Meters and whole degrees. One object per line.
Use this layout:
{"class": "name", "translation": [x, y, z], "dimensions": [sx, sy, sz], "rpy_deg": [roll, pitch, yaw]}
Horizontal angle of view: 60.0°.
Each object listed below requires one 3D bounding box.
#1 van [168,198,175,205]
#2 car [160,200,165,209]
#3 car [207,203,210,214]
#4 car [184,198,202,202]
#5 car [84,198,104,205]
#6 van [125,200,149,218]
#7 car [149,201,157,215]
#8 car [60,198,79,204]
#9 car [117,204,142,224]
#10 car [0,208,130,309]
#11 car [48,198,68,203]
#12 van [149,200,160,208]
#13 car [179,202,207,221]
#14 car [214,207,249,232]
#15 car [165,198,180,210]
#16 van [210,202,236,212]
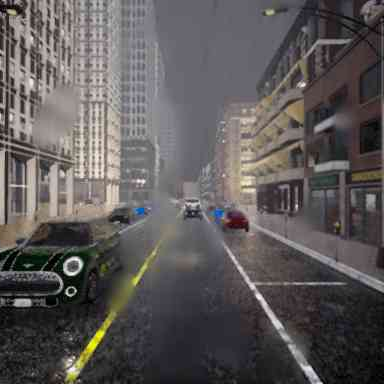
{"class": "van", "translation": [-5.674, 2.595, 93.819], "dimensions": [1.690, 1.788, 3.998], "rpy_deg": [0, -1, 0]}
{"class": "car", "translation": [-5.680, 2.249, 61.346], "dimensions": [1.967, 1.590, 4.097], "rpy_deg": [0, -1, 0]}
{"class": "car", "translation": [2.698, 2.131, 44.398], "dimensions": [2.008, 1.369, 4.403], "rpy_deg": [0, -1, 0]}
{"class": "car", "translation": [0.081, 1.778, 42.470], "dimensions": [2.150, 2.045, 5.566], "rpy_deg": [0, -1, 1]}
{"class": "car", "translation": [-21.118, 2.023, 72.135], "dimensions": [4.097, 1.590, 1.967], "rpy_deg": [1, -2, 0]}
{"class": "van", "translation": [-5.685, 1.772, 33.107], "dimensions": [1.690, 1.788, 3.998], "rpy_deg": [0, -1, 0]}
{"class": "car", "translation": [-5.684, 2.056, 38.752], "dimensions": [2.008, 1.369, 4.403], "rpy_deg": [0, -1, 0]}
{"class": "car", "translation": [-26.695, 2.058, 72.120], "dimensions": [4.206, 1.307, 1.802], "rpy_deg": [1, -2, 0]}
{"class": "car", "translation": [-5.685, 1.923, 27.456], "dimensions": [1.947, 1.339, 4.313], "rpy_deg": [0, -1, 0]}
{"class": "car", "translation": [-3.097, 1.461, 8.337], "dimensions": [2.097, 1.767, 4.553], "rpy_deg": [0, -1, 0]}
{"class": "car", "translation": [-32.348, 2.050, 80.490], "dimensions": [4.206, 1.307, 1.802], "rpy_deg": [1, -2, 0]}
{"class": "van", "translation": [-5.683, 1.922, 44.403], "dimensions": [1.690, 1.788, 3.998], "rpy_deg": [0, -1, 0]}
{"class": "car", "translation": [0.099, 1.959, 31.625], "dimensions": [2.033, 1.411, 5.357], "rpy_deg": [0, -1, 0]}
{"class": "car", "translation": [2.694, 1.865, 21.806], "dimensions": [1.802, 1.307, 4.206], "rpy_deg": [0, -1, 0]}
{"class": "car", "translation": [-3.001, 2.251, 57.621], "dimensions": [2.128, 1.511, 4.902], "rpy_deg": [0, -1, 0]}
{"class": "van", "translation": [2.695, 1.698, 27.457], "dimensions": [1.690, 1.788, 3.998], "rpy_deg": [0, -1, 0]}
